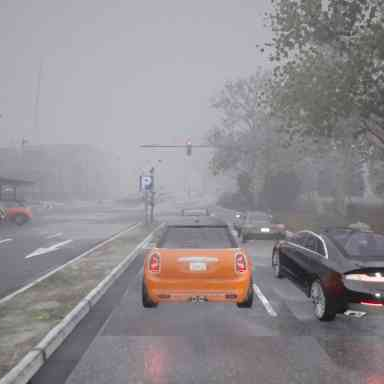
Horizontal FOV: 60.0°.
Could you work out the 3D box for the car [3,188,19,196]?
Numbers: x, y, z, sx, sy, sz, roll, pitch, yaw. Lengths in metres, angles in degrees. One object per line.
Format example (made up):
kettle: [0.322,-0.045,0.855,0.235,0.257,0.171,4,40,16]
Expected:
car: [-28.214,0.136,51.878,2.002,1.452,4.674,6,-3,-19]

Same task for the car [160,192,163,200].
car: [-9.711,1.358,75.978,4.674,1.452,2.002,-1,0,-13]

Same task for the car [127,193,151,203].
car: [-10.769,1.195,66.970,4.553,1.767,2.185,-1,0,-14]

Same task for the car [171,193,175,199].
car: [-8.085,1.064,87.969,5.566,2.045,2.435,-1,0,-12]

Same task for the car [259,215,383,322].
car: [3.102,1.501,7.245,2.128,1.511,4.902,0,0,0]

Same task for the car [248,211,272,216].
car: [3.145,1.587,16.157,1.994,1.385,4.181,0,0,1]

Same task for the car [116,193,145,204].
car: [-11.502,1.357,61.026,4.792,1.488,2.163,-1,0,-15]

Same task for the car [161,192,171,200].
car: [-8.532,1.356,84.963,4.674,1.452,2.002,-1,0,-12]

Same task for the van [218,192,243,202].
van: [7.224,1.041,63.638,4.442,1.987,1.878,1,0,-14]

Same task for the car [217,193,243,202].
car: [7.604,1.140,66.608,4.553,1.767,2.185,1,0,-14]

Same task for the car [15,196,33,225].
car: [-13.649,1.402,23.217,4.553,1.767,2.185,-1,0,-19]

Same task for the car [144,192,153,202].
car: [-10.860,1.314,64.018,5.366,1.575,1.946,-1,0,-15]

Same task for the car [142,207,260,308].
car: [0.104,1.363,8.121,2.097,1.767,4.553,0,0,0]

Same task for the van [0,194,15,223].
van: [-13.622,1.296,20.240,4.442,1.987,1.878,-1,0,-20]

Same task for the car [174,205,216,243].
car: [0.154,1.531,17.207,1.837,1.490,4.892,0,0,1]

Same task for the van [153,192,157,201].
van: [-10.306,1.092,70.011,4.442,1.987,1.878,-1,0,-14]

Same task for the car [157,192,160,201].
car: [-10.081,1.320,72.982,4.892,1.521,2.231,-1,0,-14]

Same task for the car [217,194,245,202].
car: [8.138,1.262,69.602,5.366,1.575,1.946,1,0,-13]
